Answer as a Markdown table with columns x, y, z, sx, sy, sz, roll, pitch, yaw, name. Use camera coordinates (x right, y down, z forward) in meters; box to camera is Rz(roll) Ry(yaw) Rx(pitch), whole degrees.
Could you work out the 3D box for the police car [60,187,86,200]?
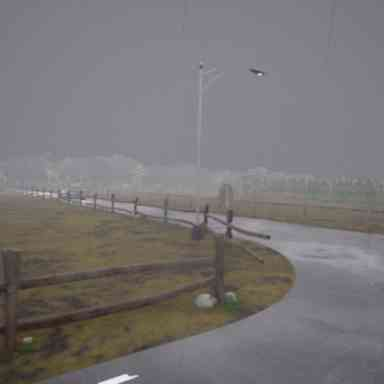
| x | y | z | sx | sy | sz | roll | pitch | yaw | name |
| --- | --- | --- | --- | --- | --- | --- | --- | --- | --- |
| -14.536 | 0.217 | 40.685 | 2.038 | 1.542 | 4.974 | 0 | 2 | -36 | police car |
